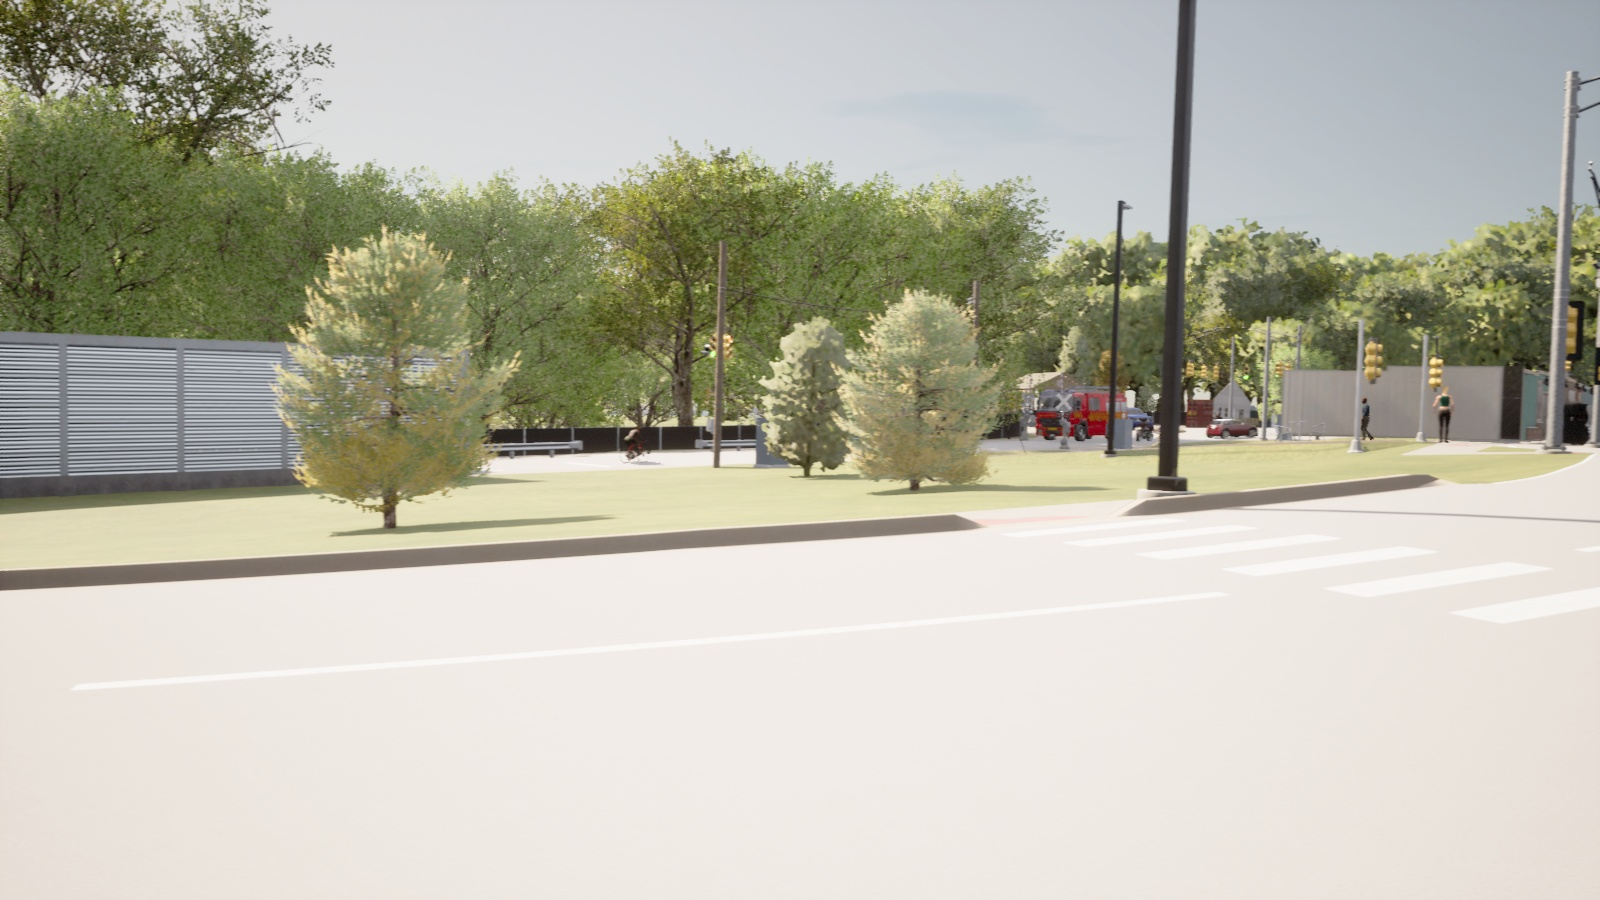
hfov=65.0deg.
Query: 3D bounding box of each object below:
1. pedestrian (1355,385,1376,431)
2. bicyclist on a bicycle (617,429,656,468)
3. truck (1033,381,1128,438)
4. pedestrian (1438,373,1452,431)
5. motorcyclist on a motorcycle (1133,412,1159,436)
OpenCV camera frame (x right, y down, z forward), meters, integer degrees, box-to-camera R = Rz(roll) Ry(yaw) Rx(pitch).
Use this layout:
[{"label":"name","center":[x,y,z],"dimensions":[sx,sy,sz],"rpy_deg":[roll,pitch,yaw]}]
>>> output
[{"label":"pedestrian","center":[22.869,-1.693,50.793],"dimensions":[0.726,1.835,0.370],"rpy_deg":[2,2,28]},{"label":"bicyclist on a bicycle","center":[-7.060,-0.091,54.301],"dimensions":[0.582,1.620,1.656],"rpy_deg":[3,4,42]},{"label":"truck","center":[19.837,-2.928,88.477],"dimensions":[2.891,3.827,8.468],"rpy_deg":[2,3,41]},{"label":"pedestrian","center":[20.553,-1.513,40.008],"dimensions":[0.345,1.836,0.594],"rpy_deg":[2,2,27]},{"label":"motorcyclist on a motorcycle","center":[24.347,-1.819,88.385],"dimensions":[0.766,1.649,2.350],"rpy_deg":[3,4,41]}]
